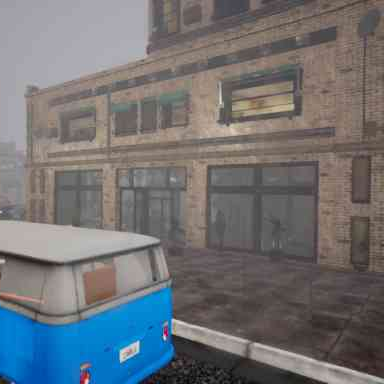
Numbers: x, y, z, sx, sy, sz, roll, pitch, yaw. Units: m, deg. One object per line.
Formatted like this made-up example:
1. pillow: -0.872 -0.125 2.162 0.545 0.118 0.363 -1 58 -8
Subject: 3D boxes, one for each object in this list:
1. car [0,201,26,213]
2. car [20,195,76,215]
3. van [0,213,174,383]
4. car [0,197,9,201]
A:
1. car: -15.307 1.793 30.607 1.947 1.339 4.313 0 0 36
2. car: -16.608 1.411 38.625 2.150 2.045 5.566 1 0 36
3. van: -2.124 1.340 4.363 3.998 1.788 1.690 0 1 35
4. car: -22.069 1.411 35.551 2.192 1.841 5.009 0 0 36
